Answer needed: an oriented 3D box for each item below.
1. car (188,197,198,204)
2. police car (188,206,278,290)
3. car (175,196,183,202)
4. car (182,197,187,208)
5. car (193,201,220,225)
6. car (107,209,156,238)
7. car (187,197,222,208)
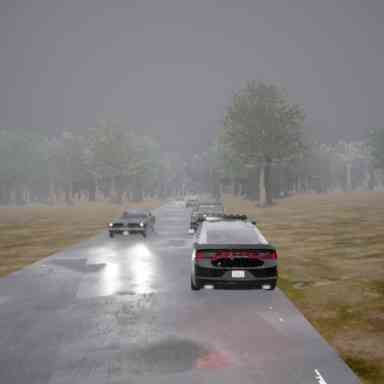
[{"bbox_3d":[0.128,1.638,63.777,1.895,1.301,4.718,0,0,0],"label":"car"},{"bbox_3d":[0.924,1.422,9.176,1.930,1.638,5.238,0,0,0],"label":"police car"},{"bbox_3d":[-2.772,1.630,77.766,1.994,1.385,4.181,0,0,0],"label":"car"},{"bbox_3d":[0.130,1.508,47.302,2.128,1.511,4.902,0,0,1],"label":"car"},{"bbox_3d":[0.971,1.505,25.067,1.837,1.490,4.892,0,0,0],"label":"car"},{"bbox_3d":[-3.050,1.597,17.620,1.895,1.301,4.718,0,0,0],"label":"car"},{"bbox_3d":[0.953,1.348,19.038,2.097,1.767,4.553,0,0,0],"label":"car"}]
